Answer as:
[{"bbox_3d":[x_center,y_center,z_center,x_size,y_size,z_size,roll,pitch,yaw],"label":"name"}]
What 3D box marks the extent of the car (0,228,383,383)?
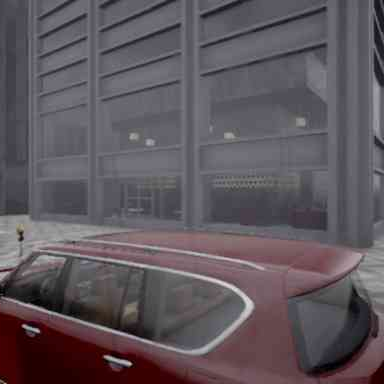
[{"bbox_3d":[-0.692,1.319,3.458,5.009,1.841,2.192,0,0,36],"label":"car"}]
